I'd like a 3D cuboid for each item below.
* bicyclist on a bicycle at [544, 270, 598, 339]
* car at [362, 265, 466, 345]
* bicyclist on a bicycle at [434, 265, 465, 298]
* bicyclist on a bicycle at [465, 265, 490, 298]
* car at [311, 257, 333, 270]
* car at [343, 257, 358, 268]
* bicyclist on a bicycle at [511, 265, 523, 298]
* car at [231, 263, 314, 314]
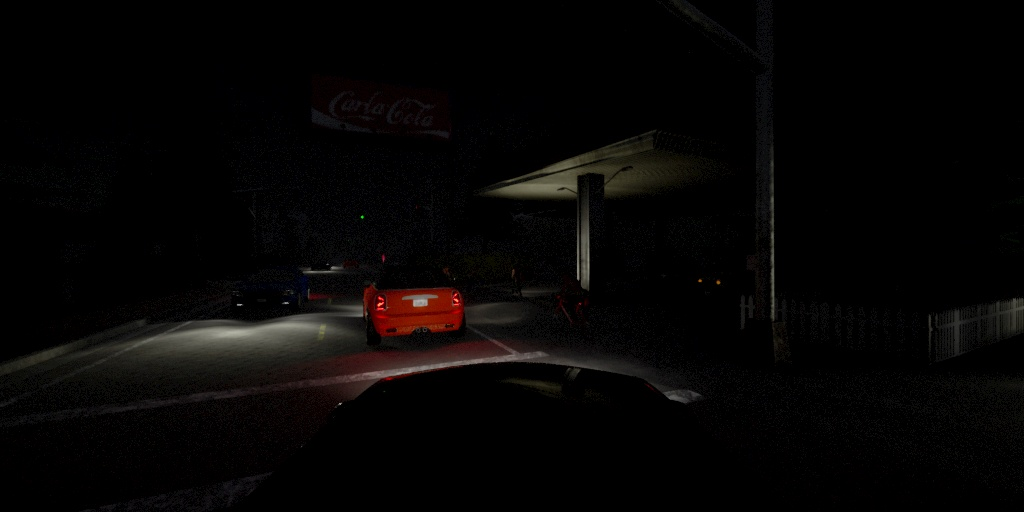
[{"bbox_3d":[1.450,1.180,8.915,0.582,1.620,1.656,3,-2,-44],"label":"bicyclist on a bicycle"},{"bbox_3d":[-2.779,1.001,9.478,2.097,1.767,4.553,0,0,-24],"label":"car"},{"bbox_3d":[-3.117,1.234,16.490,1.656,1.620,0.582,1,0,35],"label":"bicyclist on a bicycle"},{"bbox_3d":[-1.853,1.265,17.912,1.656,1.620,0.582,1,0,-23],"label":"bicyclist on a bicycle"},{"bbox_3d":[-24.746,0.965,46.478,2.097,1.767,4.553,0,0,-25],"label":"car"},{"bbox_3d":[-24.958,0.947,55.440,2.097,1.767,4.553,0,0,-26],"label":"car"},{"bbox_3d":[0.252,1.269,18.092,0.582,1.620,1.656,0,0,14],"label":"bicyclist on a bicycle"},{"bbox_3d":[-8.880,1.146,13.525,1.882,1.535,5.008,1,-1,-25],"label":"car"}]
